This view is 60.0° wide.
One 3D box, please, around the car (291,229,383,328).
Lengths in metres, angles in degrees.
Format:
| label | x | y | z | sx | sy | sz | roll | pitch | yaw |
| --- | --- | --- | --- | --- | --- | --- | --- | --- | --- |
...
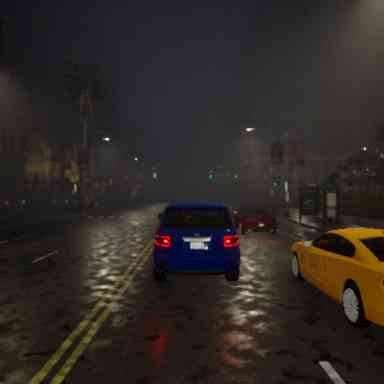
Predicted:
| label | x | y | z | sx | sy | sz | roll | pitch | yaw |
| --- | --- | --- | --- | --- | --- | --- | --- | --- | --- |
| car | 3.626 | 1.515 | 7.083 | 1.882 | 1.535 | 5.008 | 0 | -1 | 0 |

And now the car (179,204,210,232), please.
| label | x | y | z | sx | sy | sz | roll | pitch | yaw |
| --- | --- | --- | --- | --- | --- | --- | --- | --- | --- |
| car | 0.127 | 1.619 | 21.988 | 1.837 | 1.490 | 4.892 | 0 | 0 | 0 |

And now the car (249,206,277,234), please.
| label | x | y | z | sx | sy | sz | roll | pitch | yaw |
| --- | --- | --- | --- | --- | --- | --- | --- | --- | --- |
| car | 3.626 | 1.579 | 19.834 | 1.882 | 1.535 | 5.008 | 0 | 0 | 0 |

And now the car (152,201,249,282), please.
| label | x | y | z | sx | sy | sz | roll | pitch | yaw |
| --- | --- | --- | --- | --- | --- | --- | --- | --- | --- |
| car | 0.110 | 1.276 | 10.067 | 2.150 | 2.045 | 5.566 | 0 | 0 | 0 |
